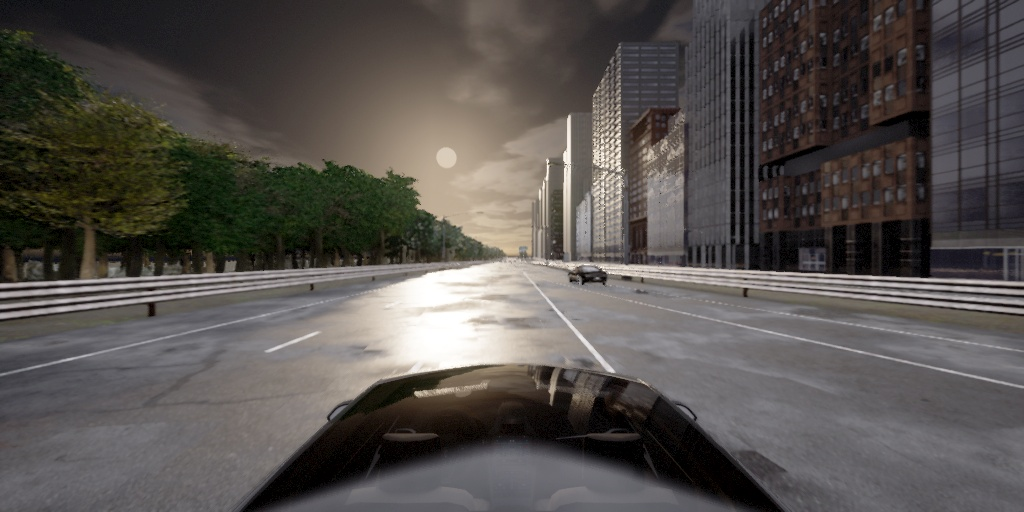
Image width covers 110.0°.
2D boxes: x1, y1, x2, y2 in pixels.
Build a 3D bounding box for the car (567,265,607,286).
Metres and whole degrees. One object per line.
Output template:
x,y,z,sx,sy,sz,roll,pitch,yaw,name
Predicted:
5.801,1.469,28.198,1.882,1.535,5.008,0,0,-8,car
